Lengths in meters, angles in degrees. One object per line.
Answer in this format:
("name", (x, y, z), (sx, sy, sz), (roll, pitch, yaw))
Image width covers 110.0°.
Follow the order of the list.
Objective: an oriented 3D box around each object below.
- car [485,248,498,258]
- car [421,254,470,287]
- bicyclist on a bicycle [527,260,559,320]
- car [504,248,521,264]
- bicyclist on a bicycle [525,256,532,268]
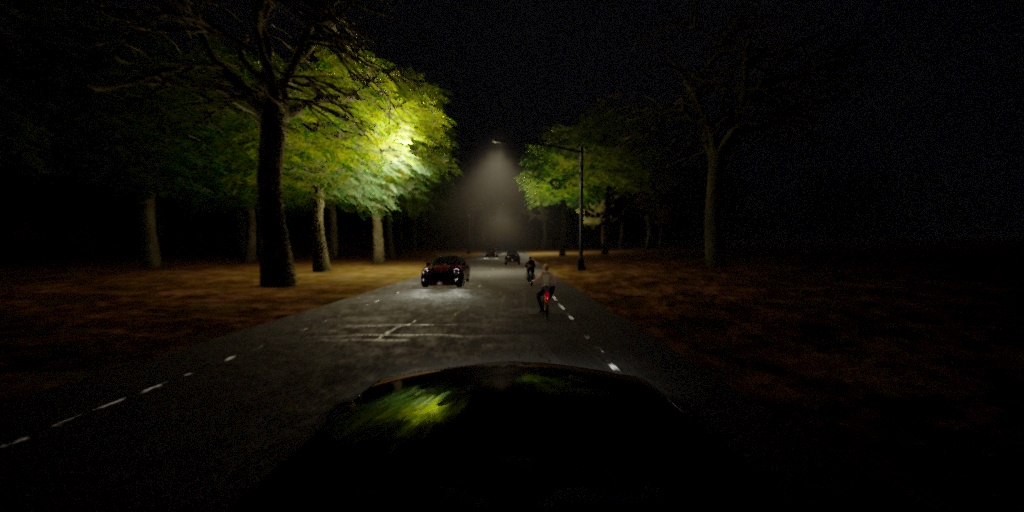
("car", (-3.505, -0.599, 61.870), (2.097, 1.767, 4.553), (0, 2, 1))
("car", (-3.584, 0.714, 20.008), (2.097, 1.767, 4.553), (0, 1, 0))
("bicyclist on a bicycle", (0.988, 1.016, 10.658), (0.866, 1.612, 1.509), (0, 1, 0))
("car", (0.073, 0.161, 43.581), (2.128, 1.511, 4.902), (0, 2, 0))
("bicyclist on a bicycle", (0.969, 0.844, 18.794), (0.582, 1.620, 1.656), (0, 1, 0))
